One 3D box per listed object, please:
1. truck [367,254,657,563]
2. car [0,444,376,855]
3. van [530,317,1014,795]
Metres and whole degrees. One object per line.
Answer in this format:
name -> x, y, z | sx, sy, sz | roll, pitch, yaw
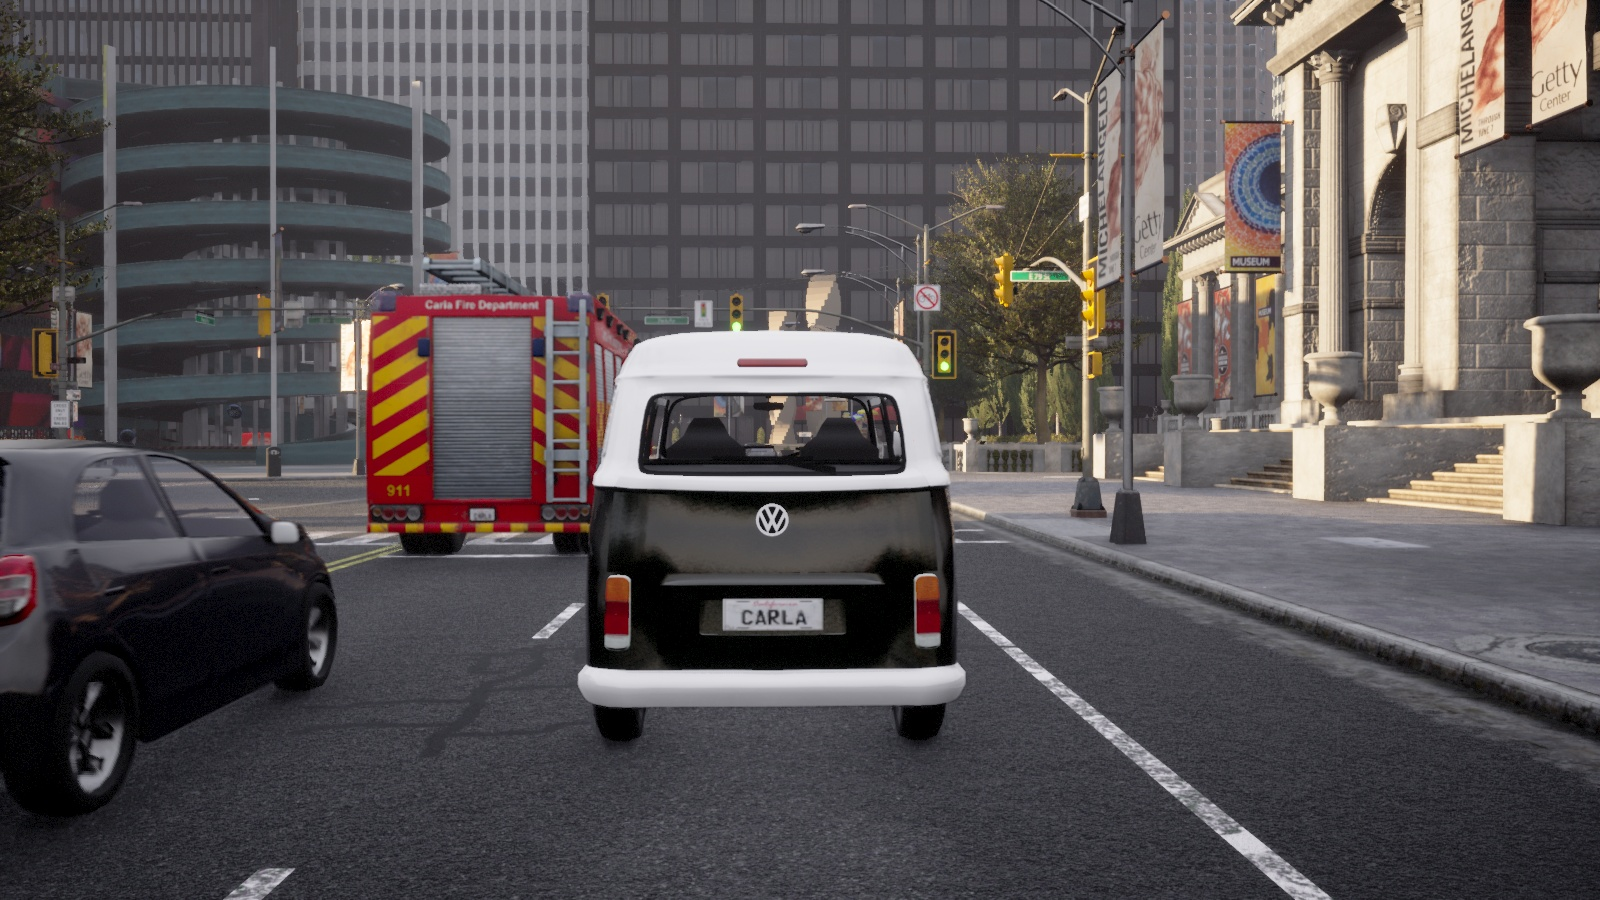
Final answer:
truck -> -4.062, -0.533, 19.853 | 2.891, 3.827, 8.468 | 0, 0, -2
car -> -3.646, 0.721, 6.386 | 1.845, 1.501, 3.633 | 0, 0, -2
van -> -0.182, 0.429, 7.613 | 2.069, 2.038, 4.480 | 0, 1, -2
